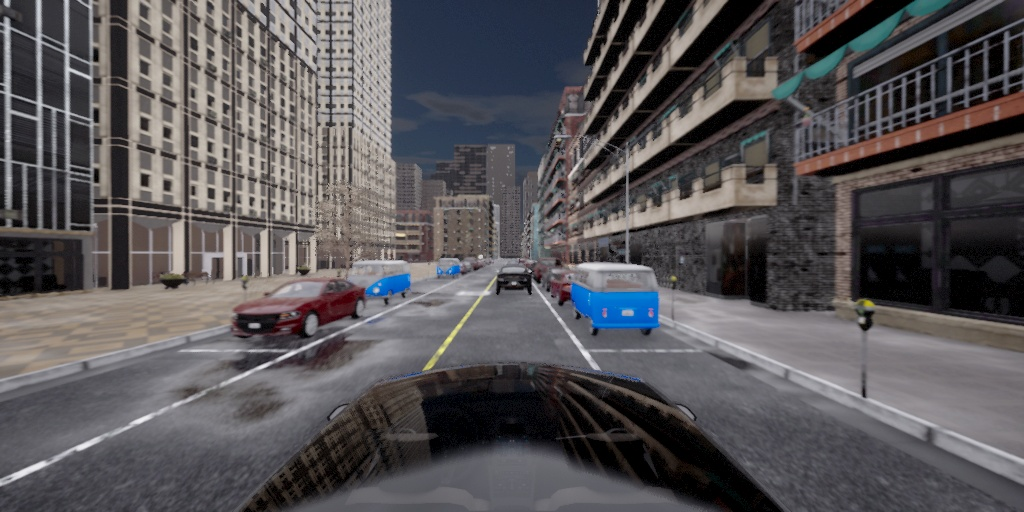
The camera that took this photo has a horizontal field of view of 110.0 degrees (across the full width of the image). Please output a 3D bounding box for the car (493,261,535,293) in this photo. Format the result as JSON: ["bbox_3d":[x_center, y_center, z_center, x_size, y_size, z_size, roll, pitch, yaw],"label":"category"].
[{"bbox_3d":[0.105,1.228,20.656,1.882,1.535,5.008,0,0,0],"label":"car"}]

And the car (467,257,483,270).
[{"bbox_3d":[-5.681,1.079,48.867,2.192,1.841,5.009,0,0,0],"label":"car"}]

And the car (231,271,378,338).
[{"bbox_3d":[-5.689,1.295,10.174,1.888,1.381,4.507,0,0,0],"label":"car"}]

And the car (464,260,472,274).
[{"bbox_3d":[-5.683,1.339,37.811,1.802,1.307,4.207,0,0,0],"label":"car"}]

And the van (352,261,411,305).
[{"bbox_3d":[-5.688,1.091,15.702,1.690,1.789,3.998,0,0,0],"label":"van"}]

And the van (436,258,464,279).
[{"bbox_3d":[-5.685,1.095,32.284,1.690,1.789,3.998,0,0,0],"label":"van"}]

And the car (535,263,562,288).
[{"bbox_3d":[2.694,1.301,21.226,2.007,1.370,4.403,0,0,0],"label":"car"}]

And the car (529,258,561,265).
[{"bbox_3d":[2.694,1.067,26.754,2.192,1.841,5.009,0,0,0],"label":"car"}]

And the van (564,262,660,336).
[{"bbox_3d":[2.691,1.090,10.171,1.690,1.789,3.998,0,0,0],"label":"van"}]

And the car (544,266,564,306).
[{"bbox_3d":[2.692,1.295,15.699,1.888,1.381,4.507,0,0,0],"label":"car"}]

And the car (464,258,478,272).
[{"bbox_3d":[-5.682,1.311,43.340,2.007,1.370,4.403,0,0,0],"label":"car"}]

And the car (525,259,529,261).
[{"bbox_3d":[2.697,1.323,37.809,1.948,1.339,4.313,0,0,0],"label":"car"}]

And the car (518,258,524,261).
[{"bbox_3d":[0.111,1.310,46.267,2.033,1.411,5.357,0,0,0],"label":"car"}]

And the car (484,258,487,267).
[{"bbox_3d":[-5.678,1.320,59.922,1.888,1.381,4.507,0,0,0],"label":"car"}]

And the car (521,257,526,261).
[{"bbox_3d":[2.701,1.209,54.392,1.967,1.591,4.097,0,0,0],"label":"car"}]
